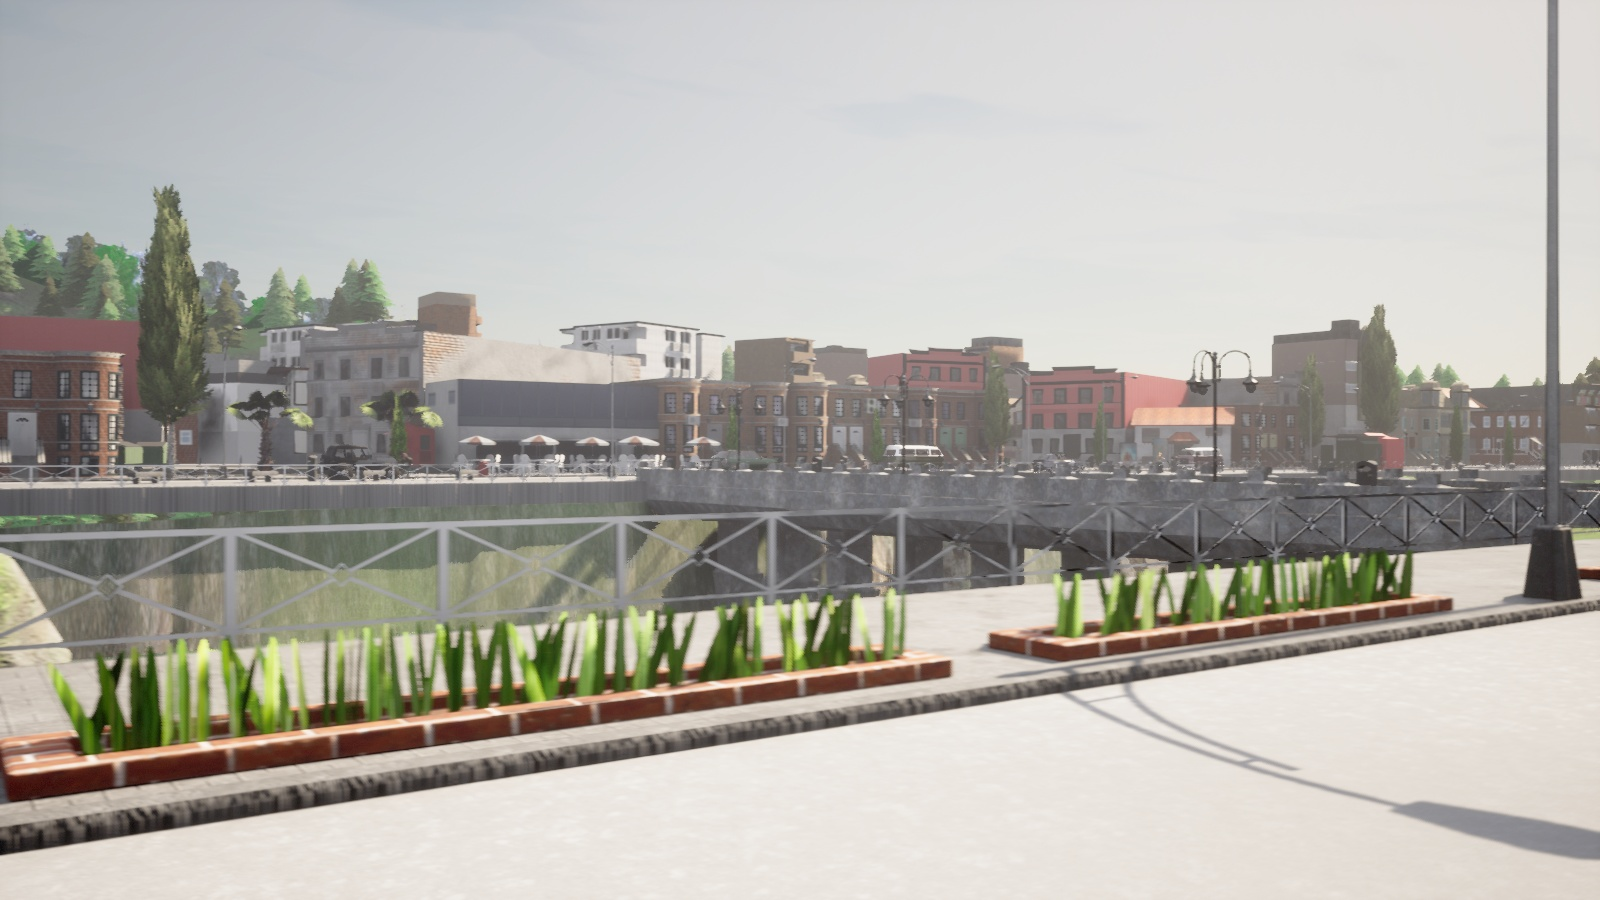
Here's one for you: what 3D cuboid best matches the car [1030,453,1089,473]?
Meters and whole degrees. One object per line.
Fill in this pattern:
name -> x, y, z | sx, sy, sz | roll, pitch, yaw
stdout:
car -> 19.180, 0.945, 92.779 | 4.193, 1.474, 1.816 | 0, 0, -35

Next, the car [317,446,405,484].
car -> -22.322, 0.744, 63.875 | 3.866, 1.878, 1.905 | 0, 0, -35

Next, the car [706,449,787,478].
car -> -3.261, 0.799, 77.150 | 4.553, 1.767, 2.097 | 0, 0, -35

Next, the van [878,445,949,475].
van -> 7.673, 0.660, 84.766 | 4.480, 2.038, 2.069 | 0, 0, -35
